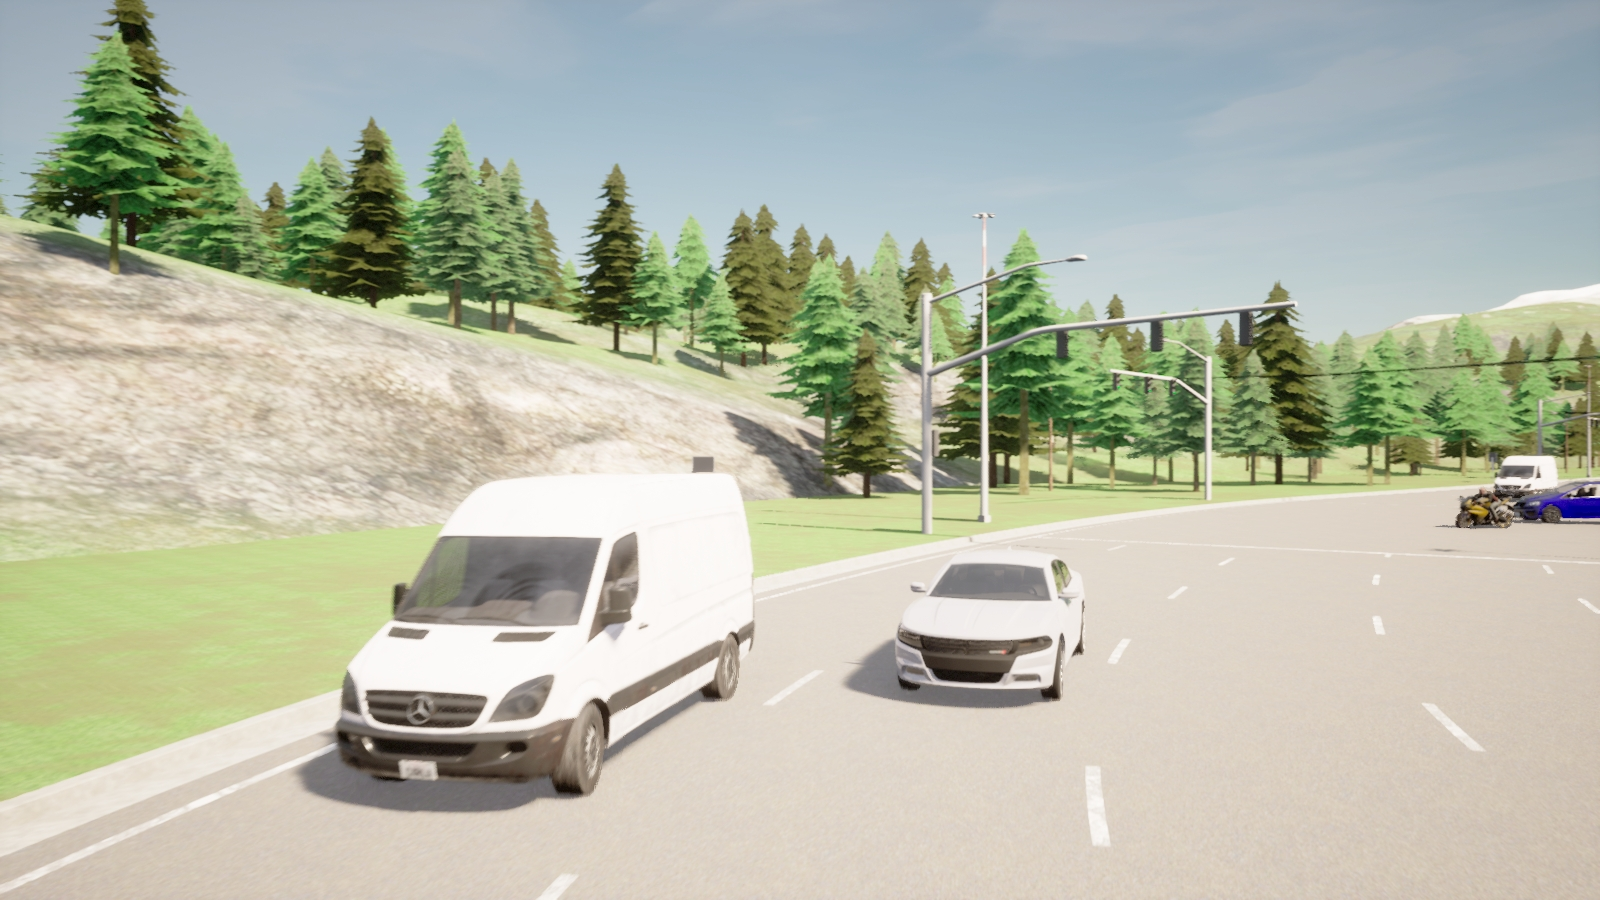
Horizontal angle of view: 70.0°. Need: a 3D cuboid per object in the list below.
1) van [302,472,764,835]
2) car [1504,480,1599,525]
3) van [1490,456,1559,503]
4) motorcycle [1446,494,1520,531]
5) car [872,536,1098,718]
[{"bbox_3d":[-2.153,1.553,11.475,1.988,2.561,5.915,-1,0,14],"label":"van"},{"bbox_3d":[30.676,2.043,44.875,4.611,1.667,2.242,0,-1,11],"label":"car"},{"bbox_3d":[41.510,1.643,65.364,5.915,2.561,1.988,0,0,-44],"label":"van"},{"bbox_3d":[24.876,2.275,41.629,2.209,1.251,0.867,0,2,-7],"label":"motorcycle"},{"bbox_3d":[2.584,2.059,14.701,2.097,1.535,5.006,0,0,18],"label":"car"}]
